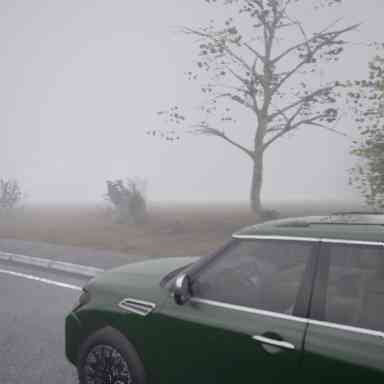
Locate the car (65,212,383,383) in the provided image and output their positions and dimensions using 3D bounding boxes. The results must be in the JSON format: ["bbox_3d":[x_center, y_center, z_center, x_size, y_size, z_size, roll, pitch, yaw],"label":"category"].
[{"bbox_3d":[1.228,1.212,3.026,5.566,2.045,2.150,0,0,35],"label":"car"}]
